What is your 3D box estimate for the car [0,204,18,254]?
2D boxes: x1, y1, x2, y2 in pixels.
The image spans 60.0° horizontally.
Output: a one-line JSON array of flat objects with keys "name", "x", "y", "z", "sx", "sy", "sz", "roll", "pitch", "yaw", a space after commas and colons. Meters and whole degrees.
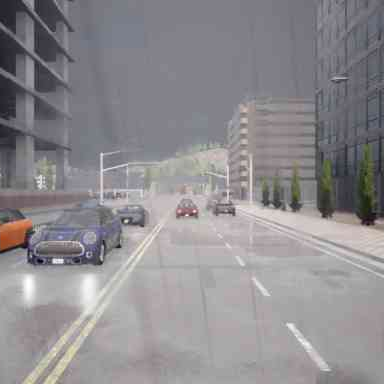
[{"name": "car", "x": -7.280, "y": 1.353, "z": 11.318, "sx": 2.097, "sy": 1.767, "sz": 4.553, "roll": 0, "pitch": 0, "yaw": -1}]

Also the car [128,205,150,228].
[{"name": "car", "x": -3.940, "y": 1.563, "z": 21.882, "sx": 1.994, "sy": 1.385, "sz": 4.181, "roll": 0, "pitch": 0, "yaw": -1}]

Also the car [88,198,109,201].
[{"name": "car", "x": -7.525, "y": 1.478, "z": 23.873, "sx": 1.882, "sy": 1.535, "sz": 5.008, "roll": 0, "pitch": 0, "yaw": -1}]

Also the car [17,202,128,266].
[{"name": "car", "x": -3.799, "y": 1.352, "z": 11.566, "sx": 2.097, "sy": 1.767, "sz": 4.553, "roll": 0, "pitch": 0, "yaw": -1}]

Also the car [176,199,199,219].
[{"name": "car", "x": -0.436, "y": 1.601, "z": 29.306, "sx": 1.895, "sy": 1.301, "sz": 4.718, "roll": 0, "pitch": 0, "yaw": -1}]

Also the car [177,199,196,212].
[{"name": "car", "x": -0.654, "y": 1.547, "z": 39.538, "sx": 2.033, "sy": 1.411, "sz": 5.357, "roll": 0, "pitch": 0, "yaw": -1}]

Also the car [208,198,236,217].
[{"name": "car", "x": 3.013, "y": 1.491, "z": 31.871, "sx": 2.128, "sy": 1.511, "sz": 4.902, "roll": 0, "pitch": 0, "yaw": -1}]

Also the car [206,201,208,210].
[{"name": "car", "x": 2.821, "y": 1.526, "z": 41.133, "sx": 1.812, "sy": 1.442, "sz": 4.674, "roll": 0, "pitch": 0, "yaw": -1}]
